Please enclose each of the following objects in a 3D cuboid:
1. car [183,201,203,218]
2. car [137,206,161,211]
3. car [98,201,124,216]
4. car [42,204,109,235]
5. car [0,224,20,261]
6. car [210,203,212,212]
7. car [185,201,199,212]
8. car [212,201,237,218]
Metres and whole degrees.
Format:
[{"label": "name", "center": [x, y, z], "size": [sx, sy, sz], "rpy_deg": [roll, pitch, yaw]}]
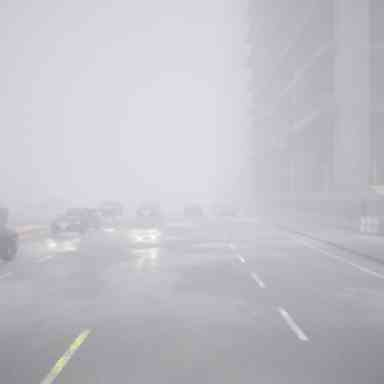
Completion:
[{"label": "car", "center": [0.109, 1.843, 35.092], "size": [1.882, 1.535, 5.008], "rpy_deg": [0, -1, 0]}, {"label": "car", "center": [-3.491, 1.471, 27.851], "size": [2.128, 1.511, 4.902], "rpy_deg": [0, -1, 0]}, {"label": "car", "center": [-6.991, 1.424, 27.853], "size": [1.882, 1.535, 5.008], "rpy_deg": [0, -1, 0]}, {"label": "car", "center": [-7.015, 1.709, 20.594], "size": [2.128, 1.511, 4.902], "rpy_deg": [0, -1, 0]}, {"label": "car", "center": [-7.087, 1.635, 10.164], "size": [1.812, 1.442, 4.674], "rpy_deg": [0, -1, 1]}, {"label": "car", "center": [3.528, 1.961, 46.603], "size": [1.882, 1.535, 5.008], "rpy_deg": [0, 0, 0]}, {"label": "car", "center": [0.026, 2.008, 46.394], "size": [1.812, 1.442, 4.674], "rpy_deg": [0, 0, 0]}, {"label": "car", "center": [3.512, 1.907, 34.616], "size": [2.033, 1.411, 5.357], "rpy_deg": [0, -1, 0]}]
